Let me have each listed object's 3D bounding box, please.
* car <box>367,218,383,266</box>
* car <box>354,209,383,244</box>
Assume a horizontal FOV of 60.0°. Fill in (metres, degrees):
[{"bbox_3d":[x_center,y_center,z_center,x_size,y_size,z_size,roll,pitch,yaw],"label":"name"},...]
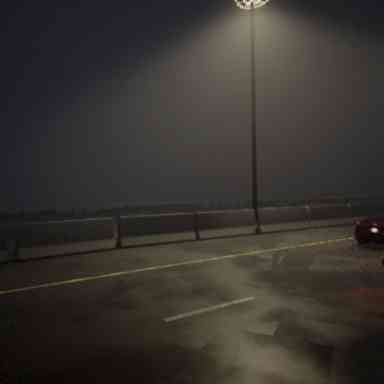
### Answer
[{"bbox_3d":[6.907,1.344,8.045,5.357,1.411,2.033,-1,1,-30],"label":"car"},{"bbox_3d":[8.229,1.284,12.749,4.181,1.385,1.994,-1,1,-28],"label":"car"}]
